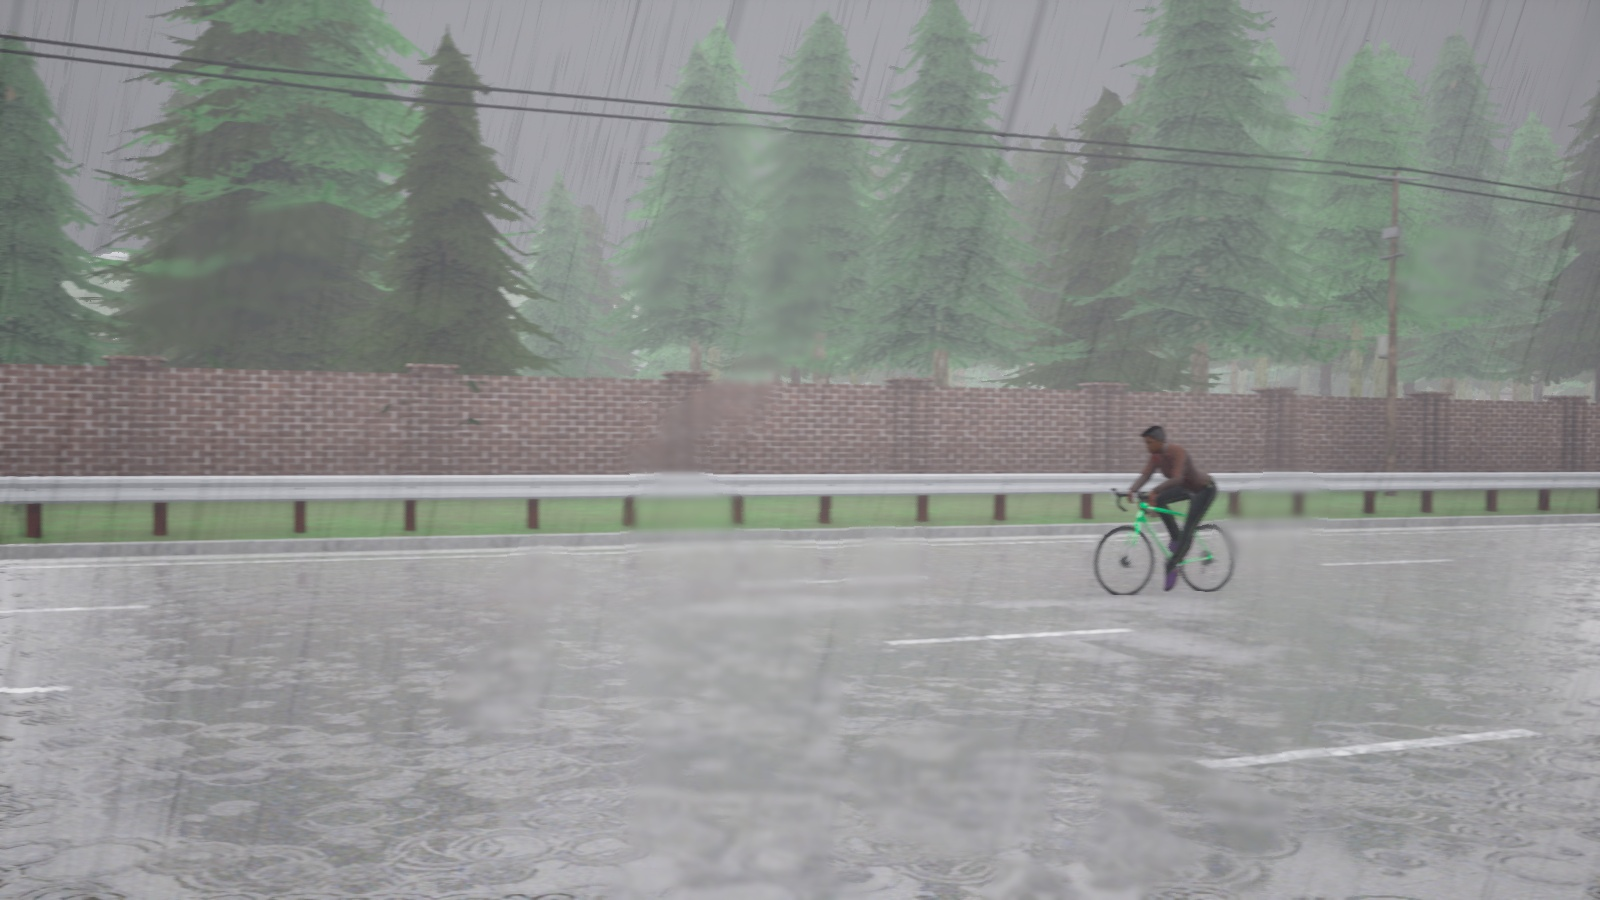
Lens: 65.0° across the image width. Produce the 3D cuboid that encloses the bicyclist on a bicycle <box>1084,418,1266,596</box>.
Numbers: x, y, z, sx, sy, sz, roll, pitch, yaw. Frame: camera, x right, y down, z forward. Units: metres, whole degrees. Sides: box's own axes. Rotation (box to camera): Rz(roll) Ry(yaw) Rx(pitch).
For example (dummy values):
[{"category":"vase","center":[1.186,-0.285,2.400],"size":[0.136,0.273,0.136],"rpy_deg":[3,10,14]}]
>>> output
[{"category":"bicyclist on a bicycle","center":[3.618,0.515,12.099],"size":[1.656,1.620,0.582],"rpy_deg":[-1,1,-21]}]
